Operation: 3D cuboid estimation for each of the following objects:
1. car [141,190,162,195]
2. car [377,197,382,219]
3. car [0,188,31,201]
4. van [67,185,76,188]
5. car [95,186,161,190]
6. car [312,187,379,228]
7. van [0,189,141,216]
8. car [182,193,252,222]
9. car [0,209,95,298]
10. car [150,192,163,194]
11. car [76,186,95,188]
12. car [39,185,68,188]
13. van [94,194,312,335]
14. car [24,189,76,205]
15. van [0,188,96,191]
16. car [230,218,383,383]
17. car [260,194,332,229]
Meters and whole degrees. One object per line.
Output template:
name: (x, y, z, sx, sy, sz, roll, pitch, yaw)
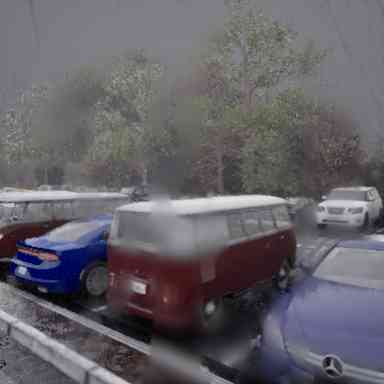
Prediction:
car: (-2.549, 0.848, 25.895, 2.163, 1.488, 4.792, 1, 2, 39)
car: (10.333, 1.053, 15.332, 2.097, 1.535, 5.008, 1, 2, 39)
car: (-24.053, 0.267, 43.440, 2.231, 1.521, 4.892, 2, 2, 39)
van: (-8.941, 0.433, 31.225, 1.878, 1.987, 4.442, 2, 2, 39)
car: (-4.734, 0.518, 27.599, 2.435, 2.045, 5.566, 1, 2, 39)
car: (8.161, 0.768, 17.056, 2.435, 2.045, 5.566, 1, 2, 39)
van: (-3.908, 1.025, 9.920, 1.878, 1.987, 4.442, 1, 2, 39)
car: (1.850, 0.900, 22.499, 1.946, 1.575, 5.366, 1, 2, 39)
car: (-1.663, 1.284, 8.236, 2.097, 1.535, 5.008, 1, 2, 39)
car: (-0.432, 0.898, 24.089, 2.163, 1.488, 4.792, 1, 2, 39)
car: (-6.847, 0.466, 29.400, 2.435, 2.045, 5.566, 2, 2, 39)
car: (-13.293, 0.296, 34.668, 2.435, 2.045, 5.566, 2, 2, 39)
van: (0.583, 1.091, 6.550, 1.878, 1.987, 4.442, 1, 2, 39)
car: (-15.478, 0.522, 36.388, 2.163, 1.488, 4.792, 2, 2, 39)
van: (-5.929, 0.980, 11.874, 1.878, 1.987, 4.442, 1, 2, 39)
car: (2.682, 1.394, 4.694, 2.002, 1.452, 4.674, 1, 2, 39)
car: (6.029, 0.985, 18.836, 2.231, 1.521, 4.892, 1, 2, 39)
